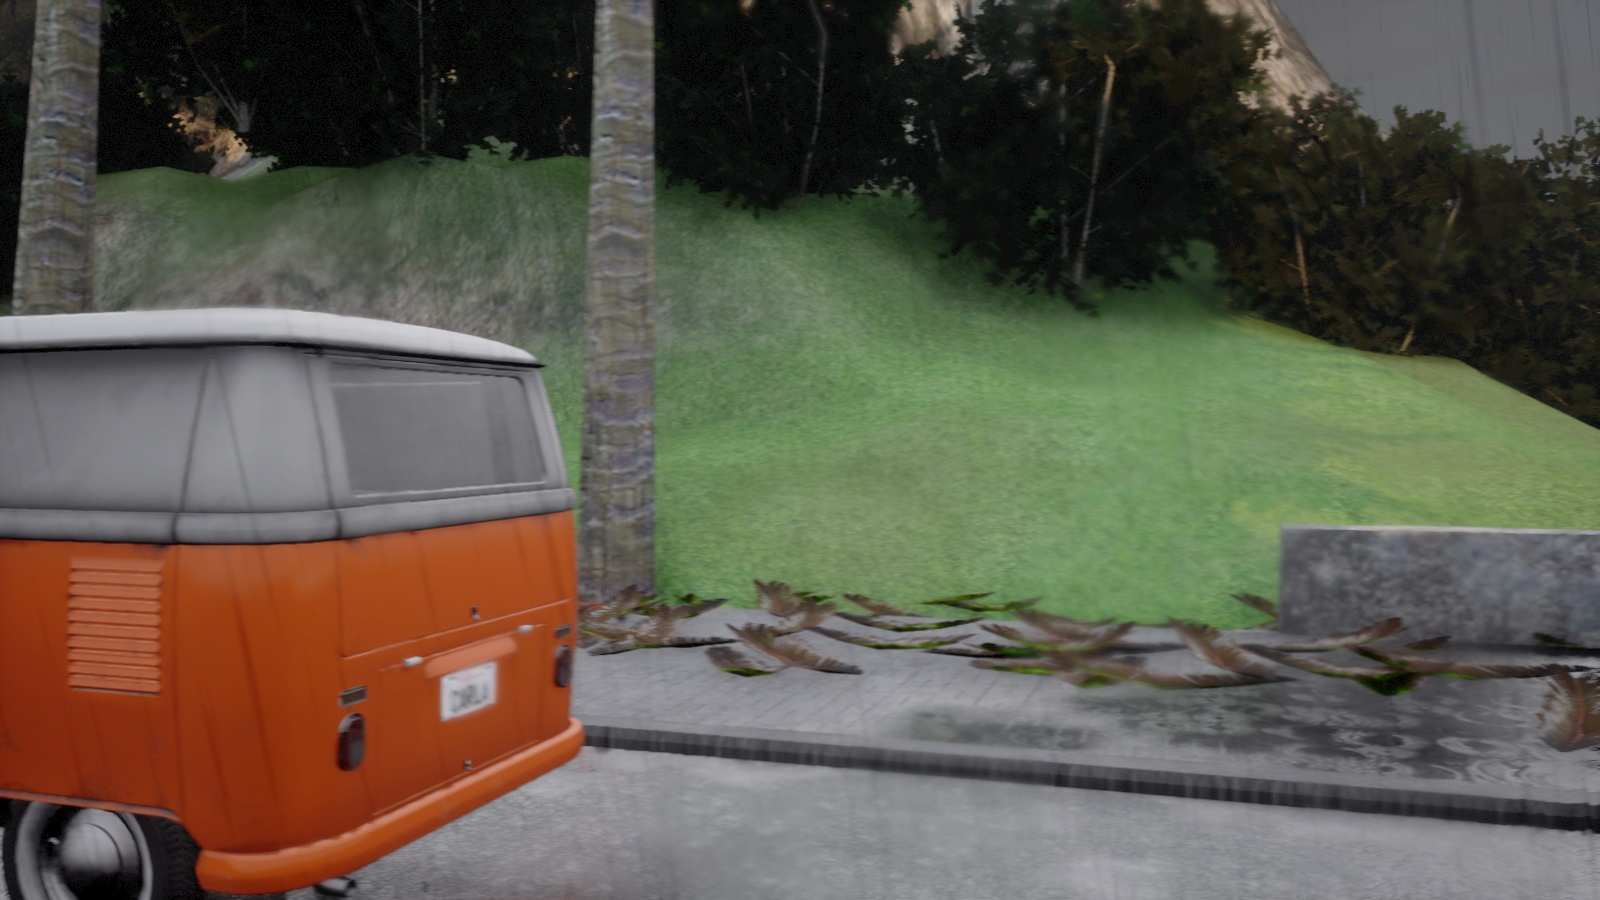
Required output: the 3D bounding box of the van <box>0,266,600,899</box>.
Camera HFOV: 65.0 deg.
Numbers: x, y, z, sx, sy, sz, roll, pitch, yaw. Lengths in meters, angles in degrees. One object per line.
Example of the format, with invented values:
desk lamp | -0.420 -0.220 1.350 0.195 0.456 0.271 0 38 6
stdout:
van | -3.173 0.491 4.787 4.442 1.987 1.775 1 1 19
